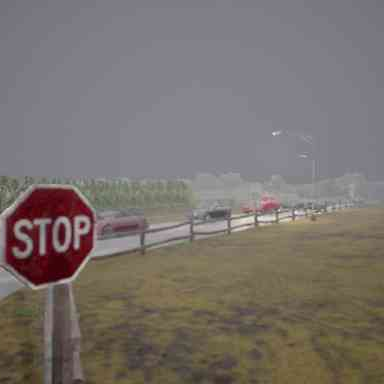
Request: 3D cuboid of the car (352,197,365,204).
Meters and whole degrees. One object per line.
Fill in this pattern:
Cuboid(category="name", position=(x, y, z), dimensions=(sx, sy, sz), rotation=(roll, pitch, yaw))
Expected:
Cuboid(category="car", position=(34.109, 1.771, 68.045), dimensions=(2.128, 1.511, 4.902), rotation=(1, 0, 35))

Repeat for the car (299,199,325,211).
Cuboid(category="car", position=(15.426, 1.652, 41.613), dimensions=(1.837, 1.490, 4.892), rotation=(1, 1, 35))

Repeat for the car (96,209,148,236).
Cuboid(category="car", position=(-4.416, 1.696, 18.828), dimensions=(1.994, 1.385, 4.181), rotation=(1, 1, 36))

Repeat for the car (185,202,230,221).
Cuboid(category="car", position=(1.370, 1.612, 26.940), dimensions=(2.128, 1.511, 4.902), rotation=(1, 1, 35))

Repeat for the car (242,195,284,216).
Cuboid(category="car", position=(7.459, 1.332, 35.476), dimensions=(2.150, 2.045, 5.566), rotation=(1, 1, 36))

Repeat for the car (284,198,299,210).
Cuboid(category="car", position=(13.490, 1.609, 43.891), dimensions=(1.837, 1.490, 4.892), rotation=(1, 1, 36))
